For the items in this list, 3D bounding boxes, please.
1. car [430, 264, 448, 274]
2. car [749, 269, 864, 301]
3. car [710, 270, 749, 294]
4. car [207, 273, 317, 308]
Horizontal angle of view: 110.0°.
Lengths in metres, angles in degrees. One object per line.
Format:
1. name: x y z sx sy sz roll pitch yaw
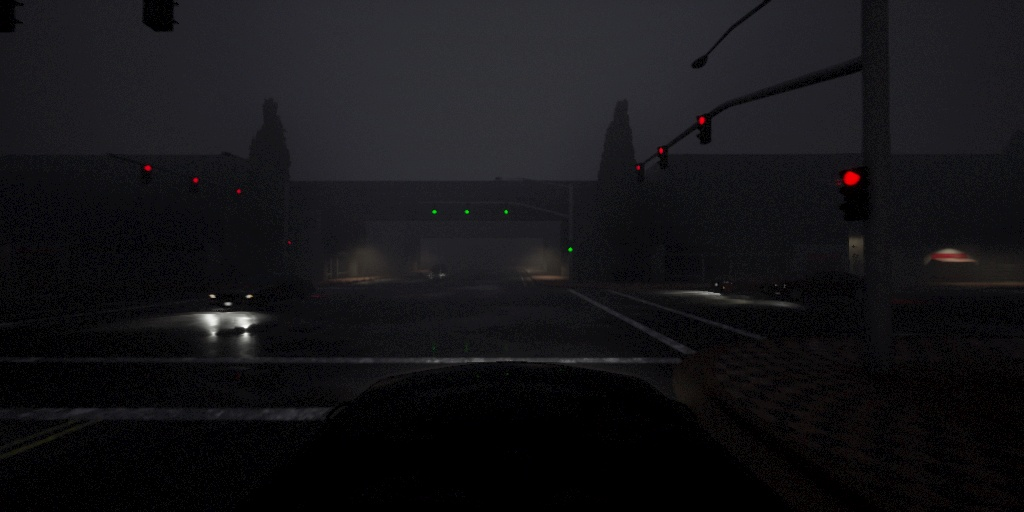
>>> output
1. car: -11.014 1.926 54.210 1.882 1.535 5.008 0 0 0
2. car: 15.461 1.434 18.397 5.008 1.535 1.882 0 -1 0
3. car: 14.472 1.563 21.897 4.181 1.385 1.994 0 -1 0
4. car: -11.099 1.502 16.535 2.033 1.411 5.357 0 -1 -3
